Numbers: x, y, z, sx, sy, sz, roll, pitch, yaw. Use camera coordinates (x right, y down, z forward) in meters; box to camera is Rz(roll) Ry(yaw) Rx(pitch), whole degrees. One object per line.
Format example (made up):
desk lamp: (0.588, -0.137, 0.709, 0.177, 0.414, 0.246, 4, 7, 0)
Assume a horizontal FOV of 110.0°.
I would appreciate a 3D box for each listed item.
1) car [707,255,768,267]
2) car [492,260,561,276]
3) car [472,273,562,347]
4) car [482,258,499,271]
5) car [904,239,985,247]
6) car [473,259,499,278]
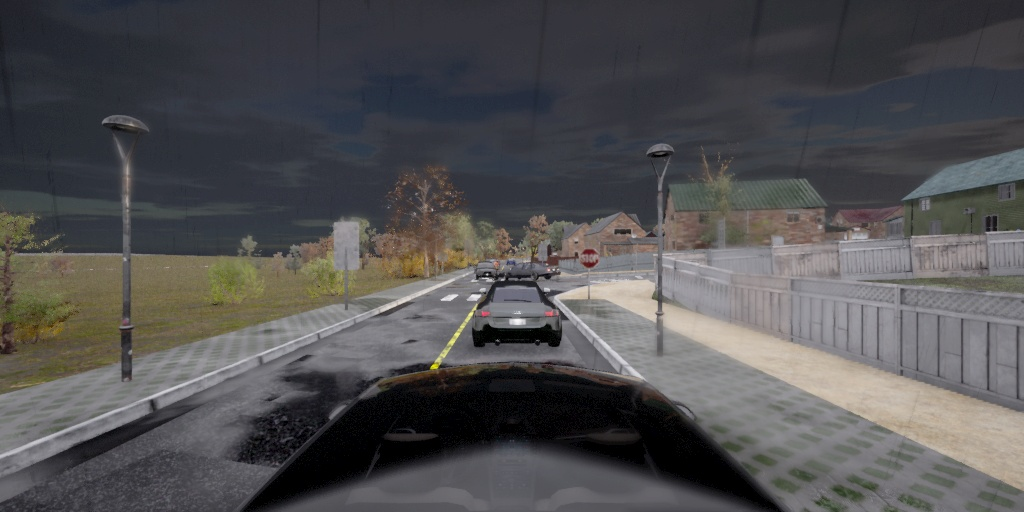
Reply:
car: (14.329, 0.413, 22.753, 4.181, 1.385, 1.994, -3, 0, 16)
car: (1.263, 1.198, 28.340, 5.357, 1.411, 2.033, -4, -3, 43)
car: (0.081, 1.313, 9.322, 1.994, 1.385, 4.181, 0, 0, -1)
car: (-2.984, 1.121, 51.057, 2.097, 1.767, 4.553, 0, 0, 0)
car: (23.837, -0.208, 20.357, 4.902, 1.511, 2.128, -3, 0, 14)
car: (-2.332, 1.258, 31.241, 1.837, 1.490, 4.892, 0, 0, -8)
